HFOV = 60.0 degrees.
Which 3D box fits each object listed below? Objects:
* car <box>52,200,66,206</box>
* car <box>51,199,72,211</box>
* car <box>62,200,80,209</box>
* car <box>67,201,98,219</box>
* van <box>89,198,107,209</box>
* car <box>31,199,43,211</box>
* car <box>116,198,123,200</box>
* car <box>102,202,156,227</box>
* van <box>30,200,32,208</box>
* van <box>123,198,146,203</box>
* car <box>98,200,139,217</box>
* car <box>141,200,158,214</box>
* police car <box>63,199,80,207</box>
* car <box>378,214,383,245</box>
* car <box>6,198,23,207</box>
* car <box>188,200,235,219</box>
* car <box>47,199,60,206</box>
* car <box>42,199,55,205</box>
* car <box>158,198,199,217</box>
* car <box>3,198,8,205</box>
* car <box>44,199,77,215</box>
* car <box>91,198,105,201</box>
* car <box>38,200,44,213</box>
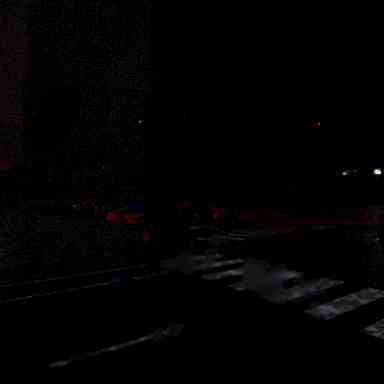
[{"bbox_3d":[-30.353,2.455,75.909,1.947,1.339,4.313,-2,0,-35],"label":"car"},{"bbox_3d":[-20.424,1.973,51.972,2.097,1.767,4.553,-1,0,-35],"label":"car"},{"bbox_3d":[-21.208,2.189,58.272,1.812,1.442,4.674,-1,0,-35],"label":"car"},{"bbox_3d":[-10.670,1.927,33.458,2.008,1.369,4.403,-2,0,-35],"label":"car"},{"bbox_3d":[-15.701,1.899,55.326,1.690,1.788,3.998,-2,0,-35],"label":"van"},{"bbox_3d":[-21.986,2.078,49.393,1.967,1.590,4.097,-2,0,-35],"label":"car"},{"bbox_3d":[-9.822,1.738,47.023,2.192,1.841,5.009,-2,0,-35],"label":"car"},{"bbox_3d":[-4.915,1.767,25.352,1.752,1.417,4.829,-2,0,-35],"label":"car"},{"bbox_3d":[-24.817,2.044,53.377,1.690,1.788,3.998,-2,0,-35],"label":"van"},{"bbox_3d":[-6.881,1.696,42.872,1.690,1.788,3.998,-2,0,-35],"label":"van"},{"bbox_3d":[-7.500,1.828,33.612,1.837,1.490,4.892,-1,0,-35],"label":"car"},{"bbox_3d":[-3.934,1.868,38.721,1.802,1.307,4.206,-2,0,-35],"label":"car"},{"bbox_3d":[-24.083,2.171,66.406,1.930,1.638,5.238,-1,0,-35],"label":"police car"},{"bbox_3d":[8.606,1.120,11.325,2.150,2.045,5.566,1,0,3],"label":"car"},{"bbox_3d":[-39.912,2.586,74.646,1.887,1.381,4.507,-2,0,-35],"label":"car"},{"bbox_3d":[1.945,1.693,30.418,1.887,1.381,4.507,-2,0,-35],"label":"car"},{"bbox_3d":[-33.366,2.520,80.152,1.947,1.339,4.313,-2,0,-35],"label":"car"},{"bbox_3d":[-36.377,2.569,84.394,2.008,1.369,4.403,-2,0,-35],"label":"car"},{"bbox_3d":[-1.001,1.533,34.569,2.192,1.841,5.009,-2,0,-35],"label":"car"},{"bbox_3d":[-43.023,2.689,79.030,1.802,1.307,4.206,-2,0,-35],"label":"car"},{"bbox_3d":[-16.333,1.823,41.425,2.192,1.841,5.009,-2,0,-35],"label":"car"},{"bbox_3d":[-15.170,2.017,49.838,2.128,1.511,4.902,-1,0,-35],"label":"car"},{"bbox_3d":[-19.155,2.118,45.410,1.887,1.381,4.507,-2,0,-35],"label":"car"}]
